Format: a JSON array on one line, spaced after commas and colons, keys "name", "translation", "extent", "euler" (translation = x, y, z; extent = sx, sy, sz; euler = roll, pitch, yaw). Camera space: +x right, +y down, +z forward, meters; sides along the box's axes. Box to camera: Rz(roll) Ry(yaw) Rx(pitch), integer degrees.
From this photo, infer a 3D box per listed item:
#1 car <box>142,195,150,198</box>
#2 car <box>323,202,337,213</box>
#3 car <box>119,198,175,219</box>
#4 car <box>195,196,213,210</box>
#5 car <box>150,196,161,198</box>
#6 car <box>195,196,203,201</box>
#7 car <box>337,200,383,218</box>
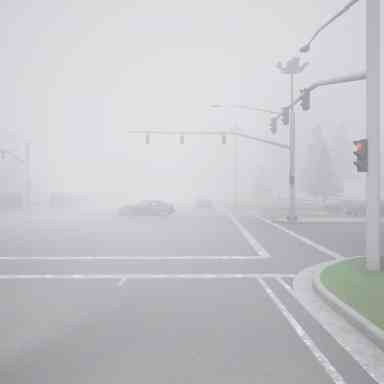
[{"name": "car", "translation": [-12.195, 1.478, 89.556], "extent": [1.882, 1.535, 5.008], "euler": [0, 0, 0]}, {"name": "car", "translation": [16.579, 1.563, 36.203], "extent": [4.181, 1.385, 1.994], "euler": [0, 0, -1]}, {"name": "car", "translation": [-3.893, 1.491, 28.953], "extent": [4.902, 1.511, 2.128], "euler": [0, 0, -1]}, {"name": "car", "translation": [1.560, 1.526, 43.150], "extent": [1.812, 1.442, 4.674], "euler": [-1, 0, -7]}, {"name": "car", "translation": [-8.720, 1.595, 83.342], "extent": [1.895, 1.301, 4.718], "euler": [0, 0, 0]}, {"name": "car", "translation": [1.786, 1.595, 84.750], "extent": [1.895, 1.301, 4.718], "euler": [0, 0, 0]}, {"name": "car", "translation": [15.843, 1.491, 29.192], "extent": [4.902, 1.511, 2.128], "euler": [0, 0, -1]}]
